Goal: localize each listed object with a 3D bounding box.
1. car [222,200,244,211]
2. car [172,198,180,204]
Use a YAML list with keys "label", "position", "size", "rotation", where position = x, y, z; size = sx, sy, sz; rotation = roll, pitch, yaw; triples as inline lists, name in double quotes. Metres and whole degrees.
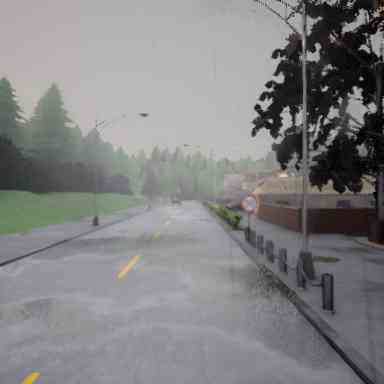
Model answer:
- label: "car"
  position: [6.322, 1.864, 45.149]
  size: [5.357, 1.415, 2.033]
  rotation: [0, -1, -40]
- label: "car"
  position: [-3.961, 2.225, 82.520]
  size: [1.882, 1.535, 5.008]
  rotation: [0, -1, 0]
